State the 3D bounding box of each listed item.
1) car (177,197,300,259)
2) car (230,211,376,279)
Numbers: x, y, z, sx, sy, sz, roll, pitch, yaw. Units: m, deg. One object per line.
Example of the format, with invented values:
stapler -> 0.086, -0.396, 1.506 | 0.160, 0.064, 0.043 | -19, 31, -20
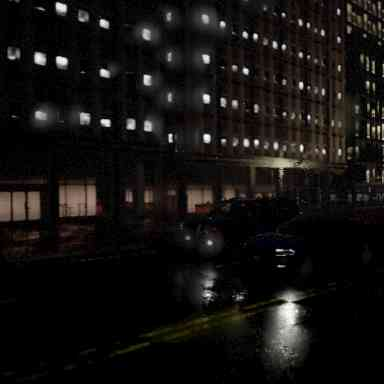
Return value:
car -> 2.110, 1.248, 13.178 | 5.566, 2.045, 2.150 | 0, 0, -36
car -> 3.765, 1.504, 10.363 | 5.008, 1.535, 1.882 | 0, 0, -35
